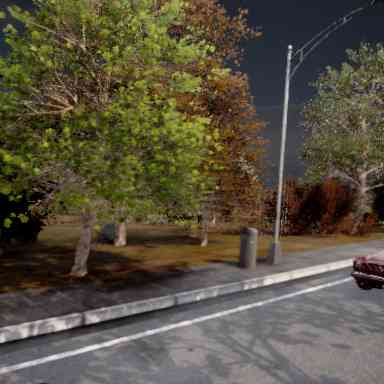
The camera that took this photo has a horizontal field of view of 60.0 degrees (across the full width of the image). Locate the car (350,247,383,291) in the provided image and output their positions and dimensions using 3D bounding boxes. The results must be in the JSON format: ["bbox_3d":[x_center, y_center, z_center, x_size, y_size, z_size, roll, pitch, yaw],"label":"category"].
[{"bbox_3d":[6.147,1.898,8.781,4.718,1.301,1.895,2,-1,-38],"label":"car"}]
